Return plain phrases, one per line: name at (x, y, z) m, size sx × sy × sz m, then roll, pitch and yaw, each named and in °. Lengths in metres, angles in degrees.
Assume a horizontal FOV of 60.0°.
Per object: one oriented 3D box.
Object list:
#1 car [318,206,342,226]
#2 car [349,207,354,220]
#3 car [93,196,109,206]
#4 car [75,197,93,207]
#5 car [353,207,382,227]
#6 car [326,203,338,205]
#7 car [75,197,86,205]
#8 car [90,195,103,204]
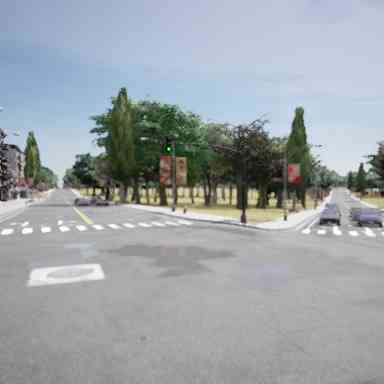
car at (13.292, 2.397, 32.054) m, size 2.033 × 1.411 × 5.357 m, roll 0°, pitch -2°, yaw 23°
car at (19.574, 2.668, 38.443) m, size 1.895 × 1.301 × 4.718 m, roll 0°, pitch -2°, yaw 23°
car at (-15.954, 1.844, 59.193) m, size 1.994 × 1.385 × 4.181 m, roll 0°, pitch 0°, yaw -22°
car at (-18.834, 1.847, 57.638) m, size 2.033 × 1.411 × 5.357 m, roll 0°, pitch 0°, yaw -22°
car at (16.074, 2.352, 30.299) m, size 1.812 × 1.442 × 4.674 m, roll 0°, pitch -2°, yaw 23°
car at (21.452, 2.668, 51.046) m, size 2.150 × 2.045 × 5.566 m, roll 0°, pitch -2°, yaw 23°
car at (-22.679, 1.704, 67.327) m, size 1.882 × 1.535 × 5.008 m, roll 0°, pitch 0°, yaw -22°
car at (-19.649, 1.558, 68.498) m, size 2.097 × 1.767 × 4.553 m, roll 0°, pitch 0°, yaw -22°
